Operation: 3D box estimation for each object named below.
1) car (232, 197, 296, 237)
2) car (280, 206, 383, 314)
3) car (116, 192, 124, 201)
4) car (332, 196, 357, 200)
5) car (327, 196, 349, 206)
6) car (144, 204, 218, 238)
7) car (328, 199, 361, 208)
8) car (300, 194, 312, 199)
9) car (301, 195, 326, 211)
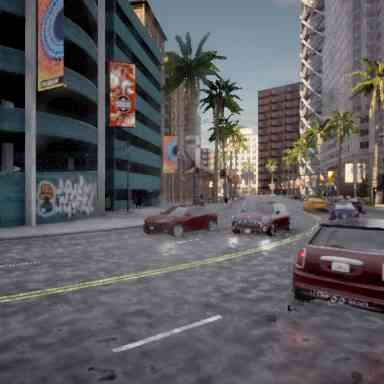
[{"bbox_3d":[3.923,1.338,18.229,2.097,1.767,4.553,0,0,32],"label":"car"},{"bbox_3d":[4.120,1.347,7.350,4.553,1.767,2.097,0,0,-45],"label":"car"},{"bbox_3d":[-11.626,0.978,53.577,2.435,2.045,5.566,0,0,10],"label":"car"},{"bbox_3d":[18.066,1.485,38.464,1.837,1.490,4.892,0,1,11],"label":"car"},{"bbox_3d":[24.054,1.449,54.816,2.231,1.521,4.892,0,0,10],"label":"car"},{"bbox_3d":[-0.458,1.463,18.013,1.882,1.535,5.008,0,0,36],"label":"car"},{"bbox_3d":[11.203,1.512,24.709,1.812,1.442,4.674,0,0,21],"label":"car"},{"bbox_3d":[29.243,1.301,83.729,2.185,1.767,4.553,0,0,10],"label":"car"},{"bbox_3d":[14.888,1.452,40.539,1.882,1.535,5.008,0,0,10],"label":"car"}]
